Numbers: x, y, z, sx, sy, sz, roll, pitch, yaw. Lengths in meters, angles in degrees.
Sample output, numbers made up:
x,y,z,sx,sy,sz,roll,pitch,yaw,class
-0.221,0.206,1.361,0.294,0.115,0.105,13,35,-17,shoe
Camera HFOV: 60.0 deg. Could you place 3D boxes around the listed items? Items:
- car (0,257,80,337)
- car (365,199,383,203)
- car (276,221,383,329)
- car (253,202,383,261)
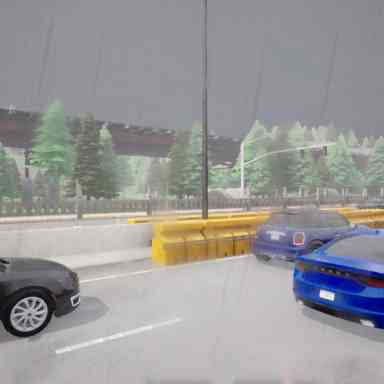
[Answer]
x,y,z,sx,sy,sz,roll,pitch,yaw,class
-4.235,1.505,5.025,4.892,1.490,1.837,0,0,-35,car
19.112,1.505,34.842,4.892,1.490,1.837,0,0,-36,car
4.147,1.478,6.709,5.008,1.535,1.882,0,0,-36,car
4.185,1.352,11.037,4.553,1.767,2.097,0,0,-36,car
